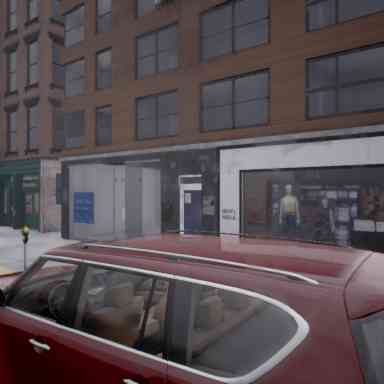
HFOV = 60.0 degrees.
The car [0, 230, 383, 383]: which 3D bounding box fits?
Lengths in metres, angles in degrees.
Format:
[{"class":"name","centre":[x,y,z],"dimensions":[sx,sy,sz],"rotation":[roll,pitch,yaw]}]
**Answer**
[{"class":"car","centre":[-0.490,1.315,3.164],"dimensions":[5.009,1.841,2.192],"rotation":[0,0,36]}]
